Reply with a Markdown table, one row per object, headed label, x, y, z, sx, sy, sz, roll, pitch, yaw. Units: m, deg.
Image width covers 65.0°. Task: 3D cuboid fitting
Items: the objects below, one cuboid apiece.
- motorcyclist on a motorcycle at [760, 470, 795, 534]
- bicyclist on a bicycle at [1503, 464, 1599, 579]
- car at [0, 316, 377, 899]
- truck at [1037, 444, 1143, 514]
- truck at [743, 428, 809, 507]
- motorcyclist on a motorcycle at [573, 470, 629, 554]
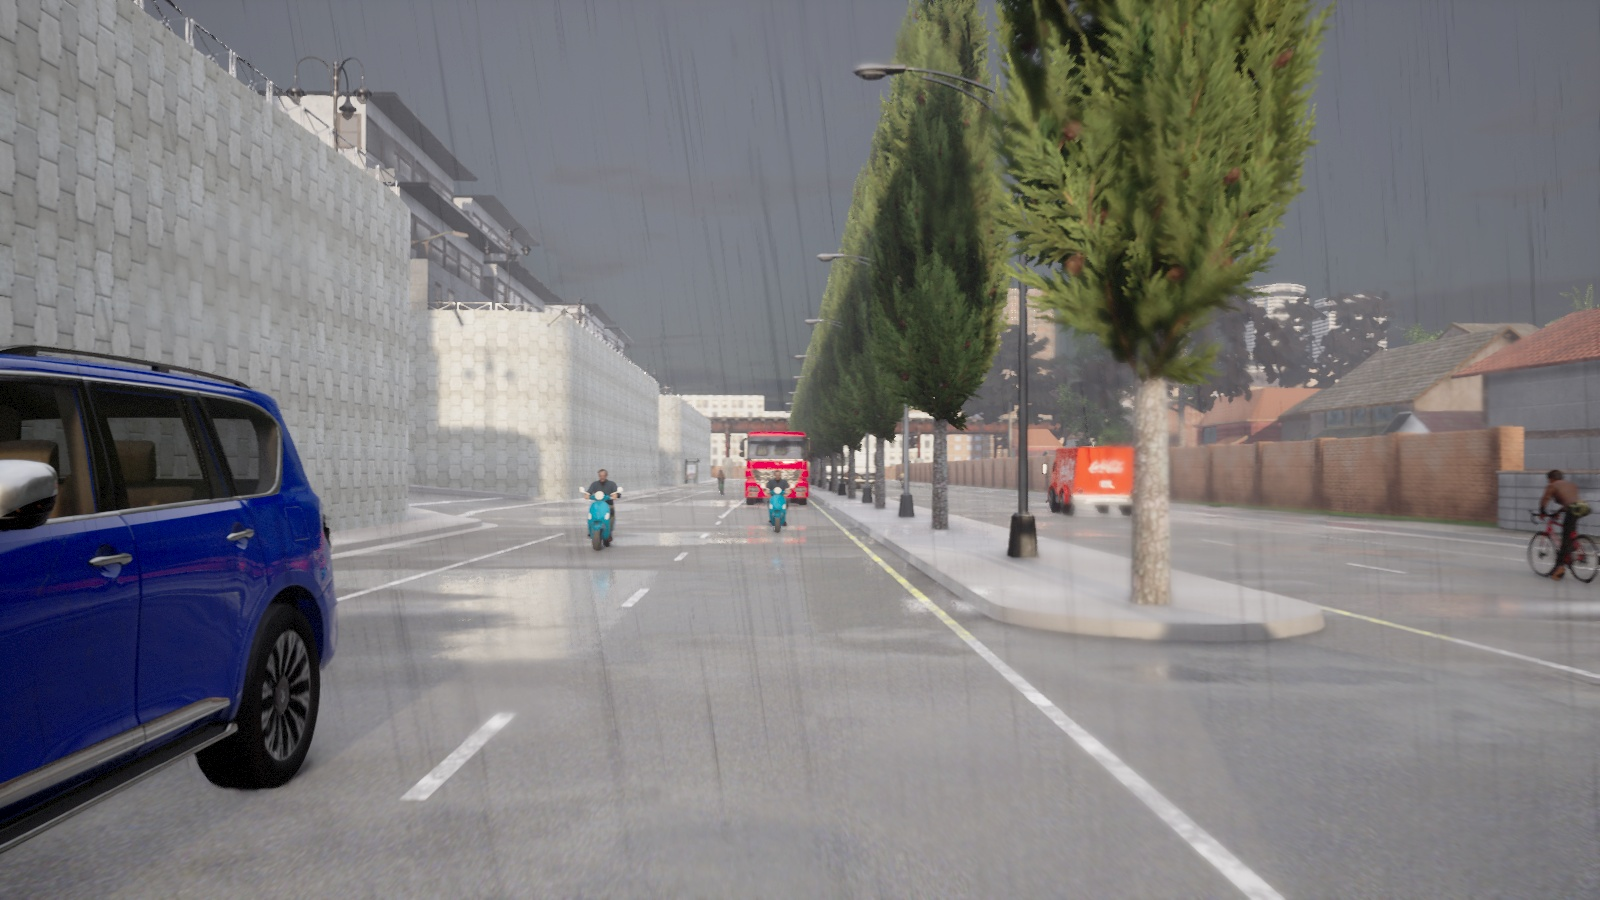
| label | x | y | z | sx | sy | sz | roll | pitch | yaw |
| --- | --- | --- | --- | --- | --- | --- | --- | --- | --- |
| motorcyclist on a motorcycle | -0.588 | 1.308 | 32.146 | 0.866 | 1.590 | 1.817 | 0 | -1 | -1 |
| bicyclist on a bicycle | 11.184 | 1.027 | 18.587 | 0.582 | 1.620 | 1.656 | 0 | -1 | -1 |
| car | -3.552 | 0.628 | 4.681 | 2.150 | 2.045 | 5.566 | 0 | -1 | -1 |
| truck | 10.627 | 1.057 | 46.516 | 2.627 | 2.467 | 5.204 | 0 | -1 | -1 |
| truck | -1.132 | 0.830 | 59.362 | 2.891 | 3.462 | 7.936 | 0 | -1 | -1 |
| motorcyclist on a motorcycle | -3.936 | 1.203 | 24.968 | 0.866 | 1.590 | 1.817 | 0 | -1 | -1 |
